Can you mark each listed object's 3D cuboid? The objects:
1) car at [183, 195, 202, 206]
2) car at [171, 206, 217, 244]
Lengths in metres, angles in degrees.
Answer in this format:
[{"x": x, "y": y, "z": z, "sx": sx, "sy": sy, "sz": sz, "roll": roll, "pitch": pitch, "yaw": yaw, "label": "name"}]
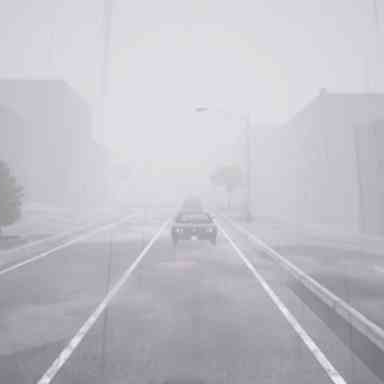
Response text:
[{"x": 0.050, "y": 1.183, "z": 36.920, "sx": 2.097, "sy": 1.767, "sz": 4.553, "roll": 0, "pitch": 1, "yaw": 0, "label": "car"}, {"x": 0.087, "y": 1.554, "z": 15.598, "sx": 1.895, "sy": 1.301, "sz": 4.718, "roll": 0, "pitch": 0, "yaw": 0, "label": "car"}]
